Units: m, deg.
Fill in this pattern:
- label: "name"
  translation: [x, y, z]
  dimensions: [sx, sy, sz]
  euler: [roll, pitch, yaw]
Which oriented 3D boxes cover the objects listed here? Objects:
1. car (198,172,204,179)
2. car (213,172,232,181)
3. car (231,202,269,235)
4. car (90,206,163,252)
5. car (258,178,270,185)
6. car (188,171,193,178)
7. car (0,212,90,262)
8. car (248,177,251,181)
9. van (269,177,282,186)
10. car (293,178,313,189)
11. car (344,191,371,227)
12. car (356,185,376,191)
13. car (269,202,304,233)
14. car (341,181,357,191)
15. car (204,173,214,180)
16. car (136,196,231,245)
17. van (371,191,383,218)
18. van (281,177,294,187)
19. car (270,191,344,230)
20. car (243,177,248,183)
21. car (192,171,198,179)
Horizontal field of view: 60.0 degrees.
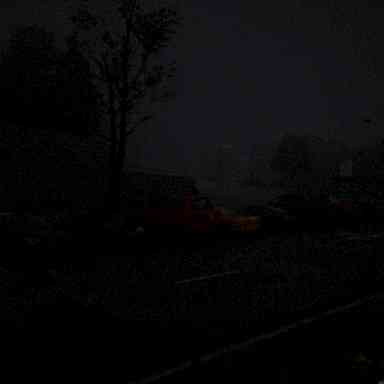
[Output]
- label: "car"
  translation: [4.599, -4.189, 88.710]
  dimensions: [2.185, 1.767, 4.553]
  euler: [6, 3, 34]
- label: "car"
  translation: [8.210, -3.517, 83.958]
  dimensions: [1.946, 1.575, 5.366]
  euler: [6, 3, 35]
- label: "car"
  translation: [0.960, 1.438, 17.312]
  dimensions: [5.366, 1.575, 1.946]
  euler: [-1, 0, 35]
- label: "car"
  translation: [-3.833, 1.497, 13.778]
  dimensions: [4.792, 1.488, 2.163]
  euler: [-1, 0, 35]
- label: "car"
  translation: [16.798, -2.155, 71.601]
  dimensions: [1.946, 1.575, 5.366]
  euler: [7, 4, 35]
- label: "car"
  translation: [1.134, -4.699, 93.554]
  dimensions: [2.435, 2.045, 5.566]
  euler: [1, -1, 35]
- label: "car"
  translation: [-6.267, 1.485, 12.051]
  dimensions: [4.892, 1.521, 2.231]
  euler: [-1, -1, 35]
- label: "car"
  translation: [14.984, -2.385, 73.935]
  dimensions: [2.002, 1.452, 4.674]
  euler: [7, 4, 35]
- label: "van"
  translation: [18.351, -2.105, 68.857]
  dimensions: [1.878, 1.987, 4.442]
  euler: [7, 4, 35]
- label: "car"
  translation: [21.805, -1.335, 63.998]
  dimensions: [2.231, 1.521, 4.892]
  euler: [7, 3, 35]
- label: "car"
  translation: [8.546, 1.143, 22.341]
  dimensions: [5.566, 2.045, 2.435]
  euler: [-1, -1, 35]
- label: "car"
  translation: [28.633, -0.208, 54.089]
  dimensions: [2.002, 1.452, 4.674]
  euler: [7, 3, 35]
- label: "car"
  translation: [3.579, 1.463, 18.919]
  dimensions: [4.674, 1.452, 2.002]
  euler: [-1, 0, 35]
- label: "car"
  translation: [26.959, -0.770, 56.573]
  dimensions: [2.435, 2.045, 5.566]
  euler: [7, 4, 35]
- label: "car"
  translation: [6.375, -4.038, 86.230]
  dimensions: [2.435, 2.045, 5.566]
  euler: [7, 4, 34]
- label: "car"
  translation: [-1.376, 1.201, 15.503]
  dimensions: [5.566, 2.045, 2.435]
  euler: [-1, 0, 35]
- label: "van"
  translation: [11.098, 1.153, 23.990]
  dimensions: [4.442, 1.987, 1.878]
  euler: [-1, -1, 35]
- label: "van"
  translation: [20.061, -1.833, 66.373]
  dimensions: [1.878, 1.987, 4.442]
  euler: [7, 4, 35]
- label: "car"
  translation: [6.019, 1.158, 20.656]
  dimensions: [5.566, 2.045, 2.435]
  euler: [-1, 0, 35]
- label: "car"
  translation: [13.260, -2.658, 76.410]
  dimensions: [2.002, 1.452, 4.674]
  euler: [7, 4, 35]
- label: "car"
  translation: [2.888, -4.423, 91.193]
  dimensions: [2.185, 1.767, 4.553]
  euler: [4, 1, 34]
